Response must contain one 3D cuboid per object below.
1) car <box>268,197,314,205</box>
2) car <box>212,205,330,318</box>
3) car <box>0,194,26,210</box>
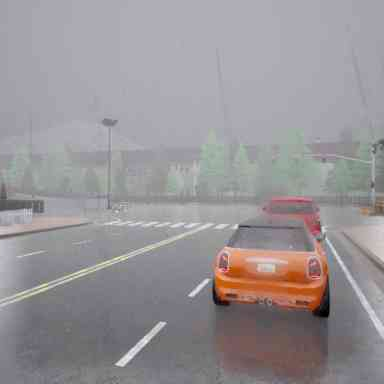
[{"bbox_3d":[4.167,1.221,14.098,2.150,2.045,5.566,0,0,16],"label":"car"},{"bbox_3d":[1.994,1.352,7.823,2.097,1.767,4.553,0,0,19],"label":"car"},{"bbox_3d":[-20.776,1.207,36.551,5.566,2.045,2.150,0,0,16],"label":"car"}]
